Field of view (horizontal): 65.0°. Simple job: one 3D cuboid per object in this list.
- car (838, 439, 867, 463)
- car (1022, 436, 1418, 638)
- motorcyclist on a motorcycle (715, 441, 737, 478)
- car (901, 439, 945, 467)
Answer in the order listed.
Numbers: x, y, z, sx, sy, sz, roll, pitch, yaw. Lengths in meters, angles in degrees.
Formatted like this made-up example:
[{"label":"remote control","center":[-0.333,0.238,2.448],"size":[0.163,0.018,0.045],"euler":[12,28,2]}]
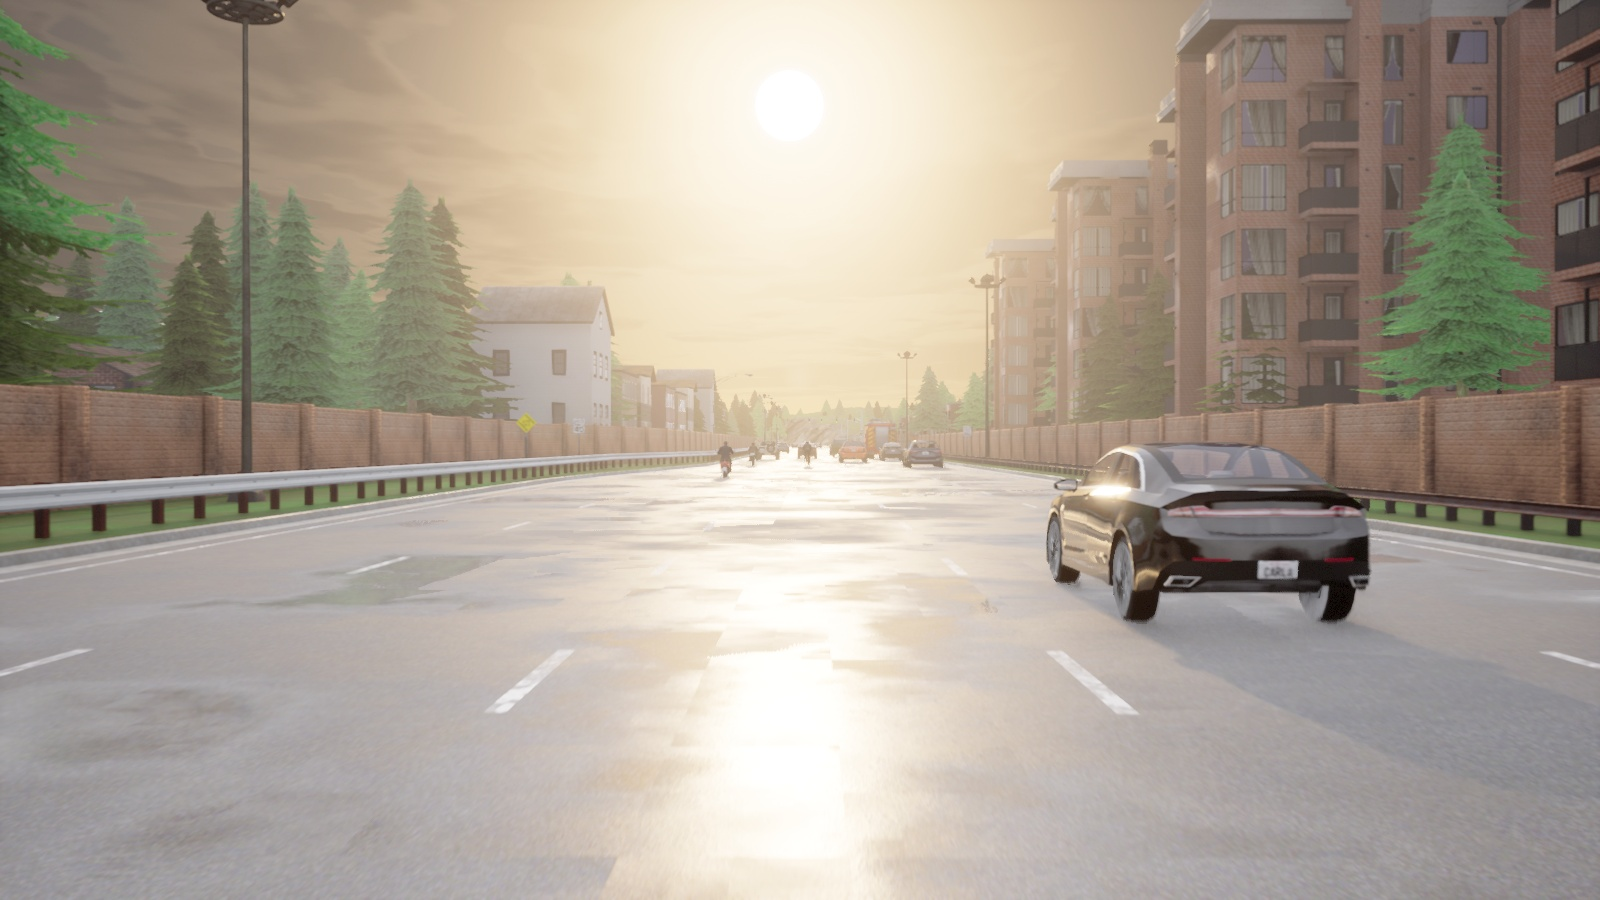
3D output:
[{"label":"car","center":[4.071,0.059,97.506],"size":[2.097,1.767,4.553],"euler":[0,0,0]},{"label":"car","center":[3.583,0.638,11.883],"size":[2.128,1.511,4.902],"euler":[0,0,0]},{"label":"motorcyclist on a motorcycle","center":[-3.177,0.393,54.049],"size":[0.866,1.590,1.817],"euler":[0,0,0]},{"label":"car","center":[7.452,0.165,76.575],"size":[2.242,1.667,4.611],"euler":[0,0,0]}]
